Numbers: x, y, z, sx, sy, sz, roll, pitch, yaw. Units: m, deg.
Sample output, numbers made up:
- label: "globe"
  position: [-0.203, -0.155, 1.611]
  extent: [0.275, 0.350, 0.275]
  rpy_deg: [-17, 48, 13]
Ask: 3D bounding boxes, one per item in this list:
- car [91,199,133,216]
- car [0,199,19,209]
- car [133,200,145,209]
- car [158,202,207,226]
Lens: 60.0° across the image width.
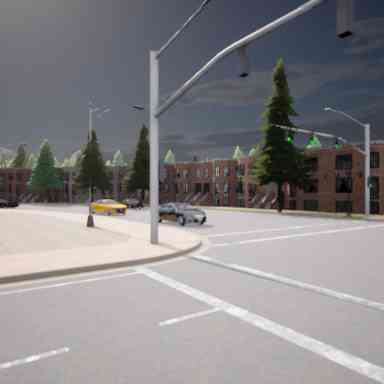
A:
- label: "car"
  position: [-8.293, 1.483, 32.901]
  extent: [1.882, 1.535, 5.008]
  rpy_deg: [0, 0, -43]
- label: "car"
  position: [-25.477, 1.603, 44.338]
  extent: [4.718, 1.301, 1.895]
  rpy_deg: [0, 0, 19]
- label: "car"
  position: [-8.258, 1.608, 42.781]
  extent: [4.718, 1.301, 1.895]
  rpy_deg: [0, 0, 40]
- label: "car"
  position: [-0.936, 1.497, 23.376]
  extent: [2.128, 1.511, 4.902]
  rpy_deg: [0, 0, -36]
